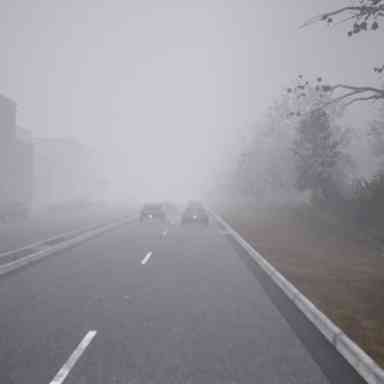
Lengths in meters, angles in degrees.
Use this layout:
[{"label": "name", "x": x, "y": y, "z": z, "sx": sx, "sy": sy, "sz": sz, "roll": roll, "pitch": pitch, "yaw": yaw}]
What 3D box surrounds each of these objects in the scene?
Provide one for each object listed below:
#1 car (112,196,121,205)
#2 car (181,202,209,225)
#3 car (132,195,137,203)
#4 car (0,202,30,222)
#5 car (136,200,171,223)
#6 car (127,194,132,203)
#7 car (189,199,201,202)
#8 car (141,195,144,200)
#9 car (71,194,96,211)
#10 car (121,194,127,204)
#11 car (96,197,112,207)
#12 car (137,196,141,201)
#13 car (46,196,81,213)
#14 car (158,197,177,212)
[{"label": "car", "x": -14.820, "y": 1.635, "z": 59.542, "sx": 1.946, "sy": 1.575, "sz": 5.366, "roll": 0, "pitch": 0, "yaw": 0}, {"label": "car", "x": 0.225, "y": 1.658, "z": 24.724, "sx": 1.994, "sy": 1.385, "sz": 4.181, "roll": 0, "pitch": 0, "yaw": 1}, {"label": "car", "x": -14.800, "y": 1.452, "z": 76.276, "sx": 2.435, "sy": 2.045, "sz": 5.566, "roll": 0, "pitch": 0, "yaw": 0}, {"label": "car", "x": -14.864, "y": 1.538, "z": 26.671, "sx": 2.163, "sy": 1.488, "sz": 4.792, "roll": 0, "pitch": 0, "yaw": 0}, {"label": "car", "x": -3.009, "y": 1.596, "z": 26.608, "sx": 1.837, "sy": 1.490, "sz": 4.892, "roll": 0, "pitch": -2, "yaw": 0}, {"label": "car", "x": -14.807, "y": 1.678, "z": 70.592, "sx": 1.946, "sy": 1.575, "sz": 5.366, "roll": 0, "pitch": 0, "yaw": 0}, {"label": "car", "x": 0.326, "y": 1.636, "z": 42.269, "sx": 1.882, "sy": 1.535, "sz": 5.008, "roll": 0, "pitch": 0, "yaw": 0}, {"label": "car", "x": -14.787, "y": 1.749, "z": 87.485, "sx": 2.231, "sy": 1.521, "sz": 4.892, "roll": 0, "pitch": 0, "yaw": 0}, {"label": "car", "x": -14.840, "y": 1.322, "z": 43.250, "sx": 2.435, "sy": 2.045, "sz": 5.566, "roll": 0, "pitch": 0, "yaw": 0}, {"label": "car", "x": -14.813, "y": 1.535, "z": 65.284, "sx": 2.185, "sy": 1.767, "sz": 4.553, "roll": 0, "pitch": 0, "yaw": 0}, {"label": "car", "x": -14.884, "y": 1.612, "z": 52.670, "sx": 2.231, "sy": 1.521, "sz": 4.892, "roll": 0, "pitch": 0, "yaw": 1}, {"label": "car", "x": -14.795, "y": 1.727, "z": 81.958, "sx": 2.231, "sy": 1.521, "sz": 4.892, "roll": 0, "pitch": 0, "yaw": 0}, {"label": "car", "x": -14.846, "y": 1.553, "z": 37.759, "sx": 2.231, "sy": 1.521, "sz": 4.892, "roll": 0, "pitch": 0, "yaw": 0}, {"label": "car", "x": -2.922, "y": 1.679, "z": 41.968, "sx": 1.812, "sy": 1.442, "sz": 4.674, "roll": 0, "pitch": 0, "yaw": 0}]
